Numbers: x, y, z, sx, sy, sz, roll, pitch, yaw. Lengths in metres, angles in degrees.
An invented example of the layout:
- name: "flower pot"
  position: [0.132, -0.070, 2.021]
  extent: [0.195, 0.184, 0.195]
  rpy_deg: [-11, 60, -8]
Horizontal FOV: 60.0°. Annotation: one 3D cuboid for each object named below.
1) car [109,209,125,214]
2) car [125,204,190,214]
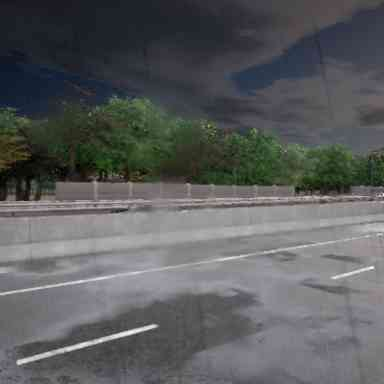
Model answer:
- name: "car"
  position: [-3.682, 1.543, 22.767]
  extent: [4.181, 1.385, 1.994]
  rpy_deg: [0, 0, -35]
- name: "car"
  position: [-1.519, 1.543, 20.012]
  extent: [4.181, 1.385, 1.994]
  rpy_deg: [0, 0, -35]
